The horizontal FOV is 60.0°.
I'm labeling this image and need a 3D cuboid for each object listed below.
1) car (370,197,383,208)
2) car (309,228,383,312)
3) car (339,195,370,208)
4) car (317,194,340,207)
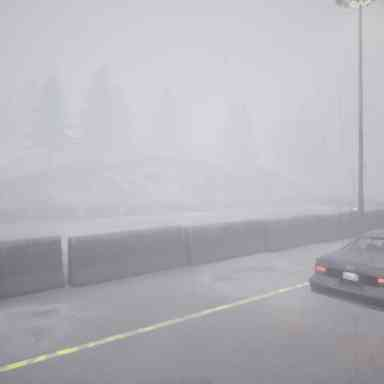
[{"bbox_3d":[22.776,1.156,37.999,4.718,1.301,1.895,-1,1,-36],"label":"car"},{"bbox_3d":[4.827,1.511,7.327,5.357,1.411,2.033,-1,0,-36],"label":"car"},{"bbox_3d":[20.466,1.104,40.643,4.674,1.442,1.812,-1,1,-36],"label":"car"},{"bbox_3d":[18.388,1.101,43.457,4.892,1.490,1.837,-1,1,-36],"label":"car"}]
